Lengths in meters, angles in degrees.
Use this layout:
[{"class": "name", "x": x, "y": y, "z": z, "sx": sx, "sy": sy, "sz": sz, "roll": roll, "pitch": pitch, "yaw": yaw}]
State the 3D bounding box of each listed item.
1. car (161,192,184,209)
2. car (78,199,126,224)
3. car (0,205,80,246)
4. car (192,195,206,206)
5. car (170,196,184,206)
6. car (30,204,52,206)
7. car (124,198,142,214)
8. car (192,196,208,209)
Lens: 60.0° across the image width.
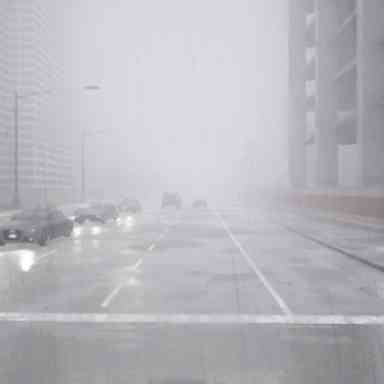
[{"class": "car", "x": -2.609, "y": 1.068, "z": 42.421, "sx": 2.150, "sy": 2.045, "sz": 5.566, "roll": 0, "pitch": 0, "yaw": 1}, {"class": "car", "x": -6.652, "y": 1.459, "z": 24.081, "sx": 2.033, "sy": 1.411, "sz": 5.357, "roll": 0, "pitch": 0, "yaw": 2}, {"class": "car", "x": -6.884, "y": 1.509, "z": 14.841, "sx": 1.994, "sy": 1.385, "sz": 4.181, "roll": 0, "pitch": 0, "yaw": 1}, {"class": "car", "x": 1.152, "y": 1.302, "z": 52.681, "sx": 2.128, "sy": 1.511, "sz": 4.902, "roll": 0, "pitch": 0, "yaw": 1}, {"class": "car", "x": -2.341, "y": 1.409, "z": 53.063, "sx": 1.895, "sy": 1.301, "sz": 4.718, "roll": 0, "pitch": 0, "yaw": 1}, {"class": "car", "x": -10.212, "y": 1.482, "z": 22.336, "sx": 1.994, "sy": 1.385, "sz": 4.181, "roll": 0, "pitch": 0, "yaw": 1}, {"class": "car", "x": -6.391, "y": 1.367, "z": 34.251, "sx": 2.128, "sy": 1.511, "sz": 4.902, "roll": 0, "pitch": 0, "yaw": 2}, {"class": "car", "x": 0.986, "y": 1.373, "z": 42.508, "sx": 1.812, "sy": 1.442, "sz": 4.674, "roll": 0, "pitch": 0, "yaw": 1}]
